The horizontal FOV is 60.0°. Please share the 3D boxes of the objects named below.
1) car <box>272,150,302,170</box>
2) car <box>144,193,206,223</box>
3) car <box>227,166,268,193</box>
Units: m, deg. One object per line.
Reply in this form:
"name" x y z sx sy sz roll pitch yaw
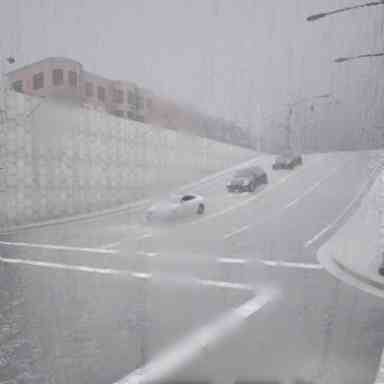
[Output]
"car" 10.385 -3.560 36.375 2.097 1.767 4.553 0 14 35
"car" -0.904 0.847 20.343 1.812 1.442 4.674 0 7 35
"car" 4.715 -1.164 28.368 2.097 1.767 4.553 0 13 34
